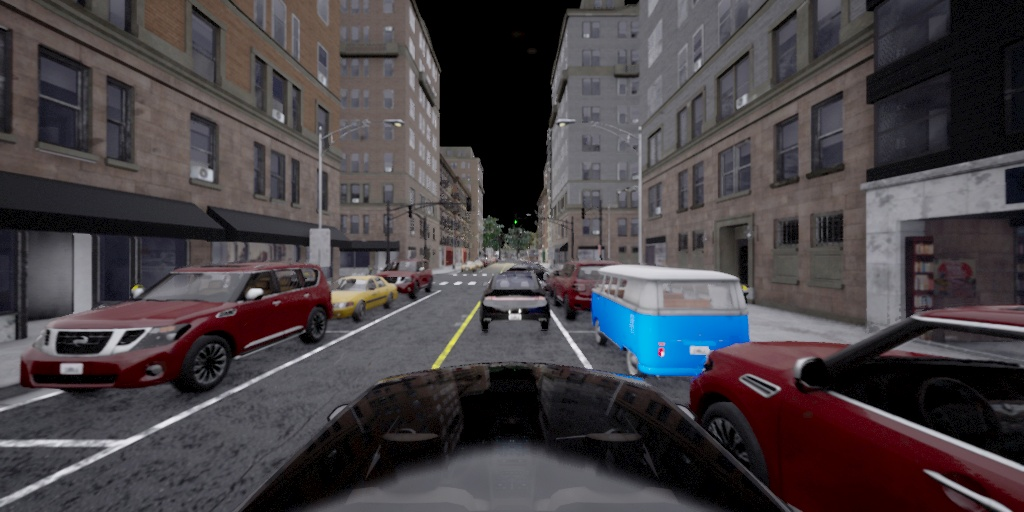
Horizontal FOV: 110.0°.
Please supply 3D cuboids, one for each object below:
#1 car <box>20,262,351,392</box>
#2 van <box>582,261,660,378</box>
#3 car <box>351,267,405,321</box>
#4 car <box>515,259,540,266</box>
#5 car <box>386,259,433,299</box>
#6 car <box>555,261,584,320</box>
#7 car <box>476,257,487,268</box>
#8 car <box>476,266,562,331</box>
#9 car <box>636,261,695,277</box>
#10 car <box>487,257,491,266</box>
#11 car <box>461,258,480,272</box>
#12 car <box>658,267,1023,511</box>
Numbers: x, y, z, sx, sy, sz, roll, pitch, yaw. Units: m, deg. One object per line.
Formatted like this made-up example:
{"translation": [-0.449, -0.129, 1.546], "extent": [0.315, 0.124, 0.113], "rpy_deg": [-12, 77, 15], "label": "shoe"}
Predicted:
{"translation": [-5.398, 1.064, 6.908], "extent": [2.192, 1.841, 5.009], "rpy_deg": [0, 0, 0], "label": "car"}
{"translation": [2.639, 1.090, 6.902], "extent": [1.690, 1.789, 3.998], "rpy_deg": [0, 0, 0], "label": "van"}
{"translation": [-5.396, 1.274, 12.415], "extent": [1.751, 1.417, 4.829], "rpy_deg": [0, 0, 0], "label": "car"}
{"translation": [1.239, 1.234, 26.661], "extent": [2.128, 1.511, 4.902], "rpy_deg": [0, 0, 21], "label": "car"}
{"translation": [-5.393, 1.062, 18.265], "extent": [2.192, 1.841, 5.009], "rpy_deg": [0, 0, 0], "label": "car"}
{"translation": [2.642, 1.063, 12.580], "extent": [2.192, 1.841, 5.009], "rpy_deg": [0, 0, 0], "label": "car"}
{"translation": [-5.384, 1.266, 56.065], "extent": [1.751, 1.417, 4.829], "rpy_deg": [0, 0, 0], "label": "car"}
{"translation": [0.085, 1.241, 11.017], "extent": [2.128, 1.511, 4.902], "rpy_deg": [0, 0, 0], "label": "car"}
{"translation": [14.230, 1.198, 33.399], "extent": [4.674, 1.442, 1.812], "rpy_deg": [0, 0, 1], "label": "car"}
{"translation": [-5.378, 1.055, 61.718], "extent": [2.192, 1.841, 5.009], "rpy_deg": [0, 0, 0], "label": "car"}
{"translation": [-5.393, 1.267, 45.102], "extent": [1.751, 1.417, 4.829], "rpy_deg": [0, 0, 0], "label": "car"}
{"translation": [2.636, 1.065, 1.222], "extent": [2.192, 1.841, 5.009], "rpy_deg": [0, 0, 0], "label": "car"}
